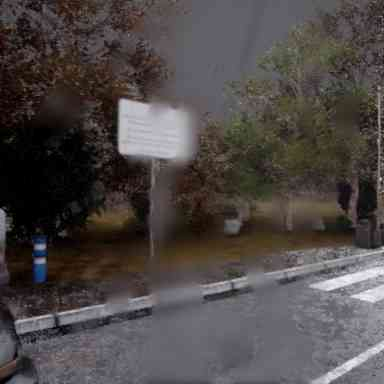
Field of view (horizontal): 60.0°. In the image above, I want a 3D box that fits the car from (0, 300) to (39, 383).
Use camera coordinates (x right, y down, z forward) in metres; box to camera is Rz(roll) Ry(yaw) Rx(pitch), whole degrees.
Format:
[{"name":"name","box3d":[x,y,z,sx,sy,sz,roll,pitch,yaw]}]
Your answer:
[{"name":"car","box3d":[-3.913,1.528,1.966,5.357,1.411,2.033,0,0,-37]}]
